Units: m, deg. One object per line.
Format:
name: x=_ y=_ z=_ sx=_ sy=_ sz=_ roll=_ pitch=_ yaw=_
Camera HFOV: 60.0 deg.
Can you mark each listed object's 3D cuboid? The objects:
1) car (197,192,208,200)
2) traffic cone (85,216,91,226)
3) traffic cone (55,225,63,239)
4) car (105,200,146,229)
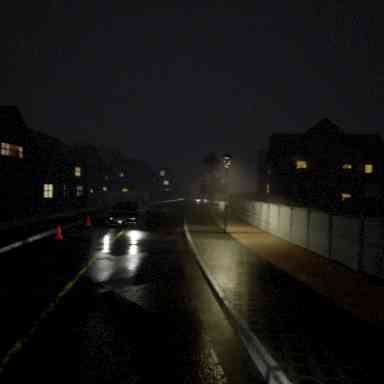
car: x=2.343 y=0.820 z=70.774 sx=1.812 sy=1.442 sz=4.674 roll=1 pitch=1 yaw=10
traffic cone: x=-6.171 y=1.701 z=19.829 sx=0.340 sy=0.580 sz=0.340 roll=1 pitch=1 yaw=-2
traffic cone: x=-5.924 y=1.748 z=14.756 sx=0.340 sy=0.580 sz=0.340 roll=1 pitch=0 yaw=-4
car: x=-3.937 y=1.293 z=20.278 sx=1.837 sy=1.490 sz=4.892 roll=1 pitch=2 yaw=-2
